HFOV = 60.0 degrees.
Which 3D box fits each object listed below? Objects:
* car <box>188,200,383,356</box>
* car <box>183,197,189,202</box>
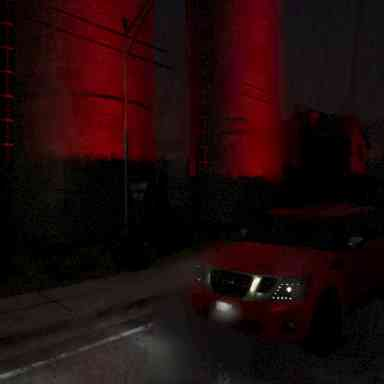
[{"bbox_3d":[2.433,1.290,6.650,5.566,2.045,2.150,0,-1,-44],"label":"car"},{"bbox_3d":[0.009,2.139,71.121,3.866,1.878,1.905,1,-6,2],"label":"car"}]
